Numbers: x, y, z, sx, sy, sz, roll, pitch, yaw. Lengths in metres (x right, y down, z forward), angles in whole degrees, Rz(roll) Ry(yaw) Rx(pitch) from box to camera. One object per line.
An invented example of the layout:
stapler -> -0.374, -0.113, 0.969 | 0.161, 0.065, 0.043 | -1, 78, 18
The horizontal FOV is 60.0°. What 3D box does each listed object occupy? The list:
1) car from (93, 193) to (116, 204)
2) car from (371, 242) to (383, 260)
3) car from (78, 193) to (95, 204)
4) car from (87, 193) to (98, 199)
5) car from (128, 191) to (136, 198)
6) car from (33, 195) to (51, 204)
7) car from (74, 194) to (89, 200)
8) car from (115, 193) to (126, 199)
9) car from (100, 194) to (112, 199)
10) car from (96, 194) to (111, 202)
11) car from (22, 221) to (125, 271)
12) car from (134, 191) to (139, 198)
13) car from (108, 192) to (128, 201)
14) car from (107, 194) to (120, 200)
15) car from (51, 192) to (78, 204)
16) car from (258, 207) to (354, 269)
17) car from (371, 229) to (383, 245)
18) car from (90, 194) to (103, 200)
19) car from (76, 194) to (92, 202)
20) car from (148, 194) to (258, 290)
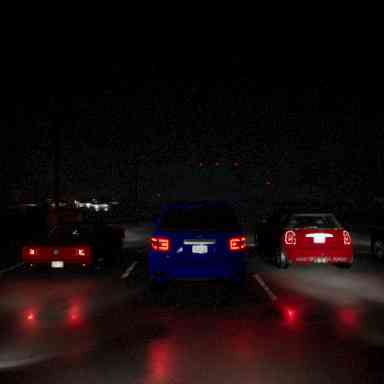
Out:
car -> -14.660, 1.341, 56.089 | 1.895, 1.301, 4.718 | 0, 0, 0
car -> 3.594, 1.490, 2.160 | 2.128, 1.511, 4.902 | 0, 0, 0
car -> -18.170, 1.291, 58.319 | 1.994, 1.385, 4.181 | 0, 0, 0
car -> -25.517, 1.061, 85.488 | 1.837, 1.490, 4.892 | 0, 0, -3
car -> -14.797, 1.163, 75.367 | 2.033, 1.411, 5.357 | 0, 0, -1
car -> -25.147, 1.243, 56.331 | 1.837, 1.490, 4.892 | 0, 0, 0
car -> -25.311, 1.212, 76.404 | 1.895, 1.301, 4.718 | 0, 0, -1
car -> -18.617, 1.093, 86.898 | 2.033, 1.411, 5.357 | 0, 0, -3
car -> -21.977, 1.118, 84.818 | 1.994, 1.385, 4.181 | 0, 0, -1
car -> -18.218, 1.165, 68.453 | 1.837, 1.490, 4.892 | 0, 0, -1
car -> -3.489, 1.584, 10.839 | 1.895, 1.301, 4.718 | 0, 0, 0
car -> -15.172, 0.774, 87.531 | 2.150, 2.045, 5.566 | 0, 0, -3
car -> -14.714, 1.033, 65.963 | 2.097, 1.767, 4.553 | 0, 0, 0
car -> -18.324, 1.205, 77.563 | 1.895, 1.301, 4.718 | 0, 0, -1
car -> -21.656, 1.213, 56.895 | 1.882, 1.535, 5.008 | 0, 0, 0
car -> 3.506, 1.334, 11.303 | 2.097, 1.767, 4.553 | 0, 0, 0
car -> 7.018, 1.477, 9.406 | 2.128, 1.511, 4.902 | 0, 0, 0
car -> -21.807, 1.143, 76.116 | 1.812, 1.442, 4.674 | 0, 0, -1
car -> -21.704, 1.197, 67.229 | 1.812, 1.442, 4.674 | 0, 0, -1
car -> 0.043, 1.207, 9.202 | 2.150, 2.045, 5.566 | 0, 0, -2
